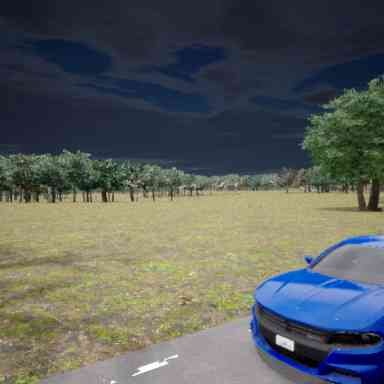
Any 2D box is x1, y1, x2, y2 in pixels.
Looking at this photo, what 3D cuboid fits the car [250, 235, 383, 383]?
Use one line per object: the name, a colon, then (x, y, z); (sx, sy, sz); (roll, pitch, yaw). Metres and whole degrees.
car: (3.101, 1.477, 5.324); (5.008, 1.535, 1.882); (0, 0, -36)
